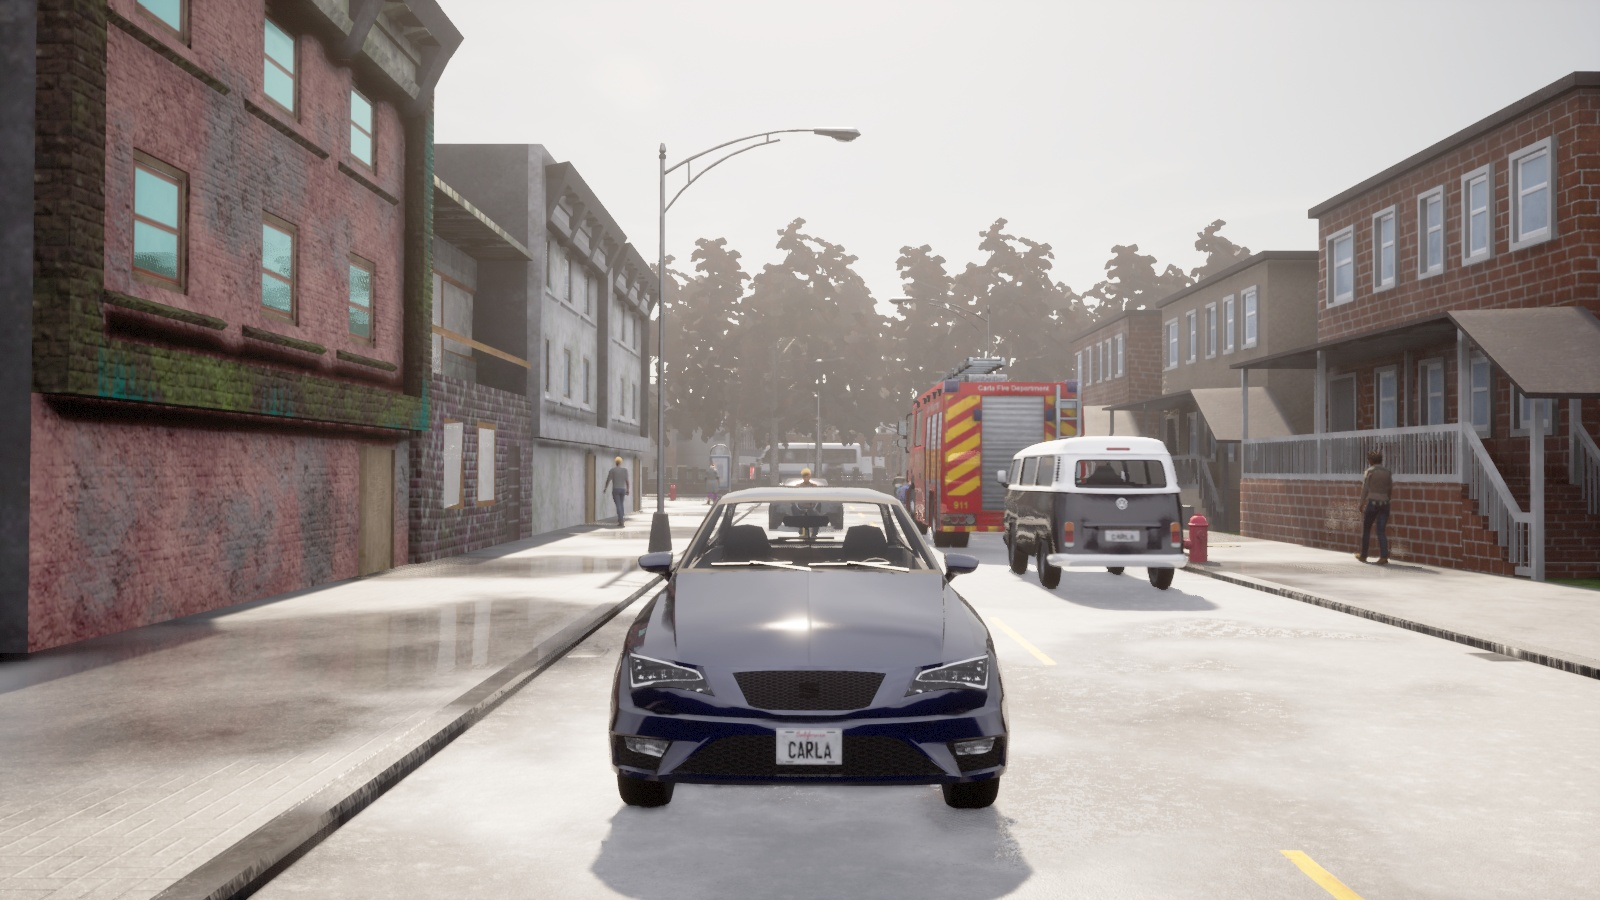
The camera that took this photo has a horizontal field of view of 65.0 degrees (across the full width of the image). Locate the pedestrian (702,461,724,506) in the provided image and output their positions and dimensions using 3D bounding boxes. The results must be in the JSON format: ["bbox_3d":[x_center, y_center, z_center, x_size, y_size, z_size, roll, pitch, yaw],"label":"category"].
[{"bbox_3d":[-3.757,1.448,54.246,0.659,1.952,0.873,-1,-1,19],"label":"pedestrian"}]

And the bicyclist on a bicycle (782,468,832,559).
[{"bbox_3d":[0.127,1.137,23.069,0.866,1.612,1.509,0,-1,0],"label":"bicyclist on a bicycle"}]

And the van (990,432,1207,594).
[{"bbox_3d":[4.103,0.826,18.107,2.069,2.038,4.480,0,-1,0],"label":"van"}]

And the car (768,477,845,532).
[{"bbox_3d":[0.182,1.454,34.440,1.994,1.385,4.181,0,-1,0],"label":"car"}]

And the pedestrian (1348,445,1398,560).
[{"bbox_3d":[9.171,0.825,20.115,0.328,1.805,0.869,0,-1,-4],"label":"pedestrian"}]

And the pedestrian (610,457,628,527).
[{"bbox_3d":[-4.742,1.095,32.962,0.354,1.836,0.706,0,-1,-18],"label":"pedestrian"}]

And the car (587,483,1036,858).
[{"bbox_3d":[0.052,0.949,7.201,1.816,1.474,4.193,0,-1,0],"label":"car"}]

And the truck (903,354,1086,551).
[{"bbox_3d":[4.152,0.115,28.749,2.891,3.827,8.468,0,-1,0],"label":"truck"}]

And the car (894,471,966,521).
[{"bbox_3d":[4.217,1.471,41.506,1.882,1.535,5.008,0,-1,0],"label":"car"}]
